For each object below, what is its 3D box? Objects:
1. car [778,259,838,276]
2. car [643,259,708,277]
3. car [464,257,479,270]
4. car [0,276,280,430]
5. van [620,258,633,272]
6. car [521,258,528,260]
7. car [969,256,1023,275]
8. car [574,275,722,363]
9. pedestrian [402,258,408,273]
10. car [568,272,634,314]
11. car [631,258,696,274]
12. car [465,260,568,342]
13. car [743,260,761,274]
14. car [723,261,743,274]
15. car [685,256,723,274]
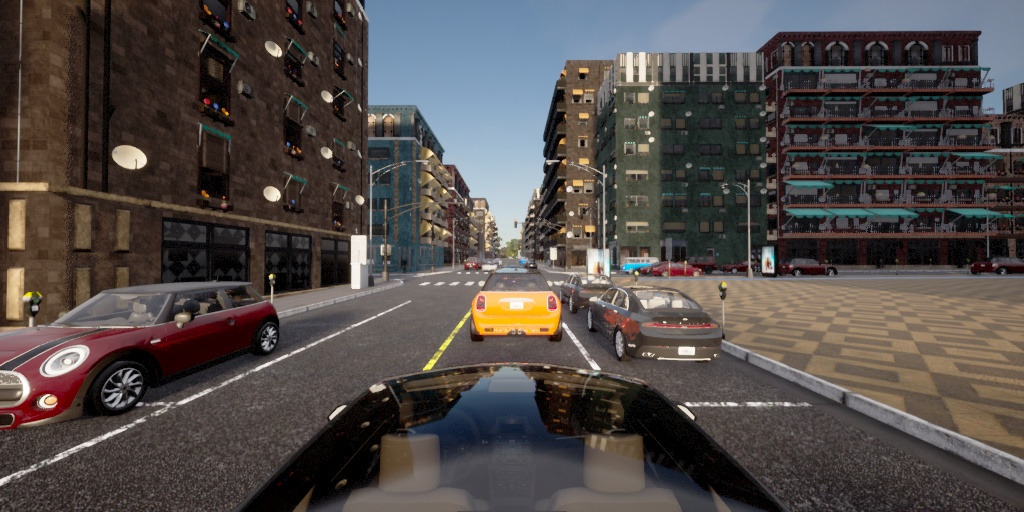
[{"bbox_3d":[24.769,0.935,30.097,4.097,1.591,1.967,0,0,0],"label":"car"},{"bbox_3d":[13.714,1.162,30.179,4.207,1.307,1.802,0,0,0],"label":"car"},{"bbox_3d":[-5.679,1.083,51.789,2.192,1.841,5.009,0,0,0],"label":"car"},{"bbox_3d":[-5.819,1.191,5.751,1.967,1.591,4.097,0,0,0],"label":"car"},{"bbox_3d":[13.778,1.046,38.559,3.998,1.789,1.690,0,0,0],"label":"van"},{"bbox_3d":[2.701,1.334,51.747,1.948,1.339,4.313,0,0,0],"label":"car"},{"bbox_3d":[41.350,0.811,29.975,4.097,1.591,1.967,0,0,0],"label":"car"},{"bbox_3d":[2.822,1.302,7.985,2.007,1.370,4.403,0,0,0],"label":"car"},{"bbox_3d":[-12.521,1.097,41.716,0.375,1.860,0.375,0,0,0],"label":"pedestrian"},{"bbox_3d":[2.823,1.304,13.555,2.007,1.370,4.403,0,0,0],"label":"car"},{"bbox_3d":[15.218,1.203,35.971,5.357,1.411,2.033,0,-1,0],"label":"car"},{"bbox_3d":[0.099,1.104,9.965,2.097,1.767,4.553,0,0,0],"label":"car"},{"bbox_3d":[26.559,1.059,35.886,4.902,1.511,2.128,-1,-1,0],"label":"car"},{"bbox_3d":[24.833,1.165,38.477,4.507,1.381,1.888,0,0,0],"label":"car"},{"bbox_3d":[19.305,0.977,38.518,5.009,1.841,2.192,0,0,0],"label":"car"}]
